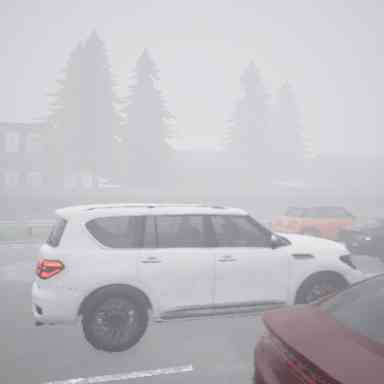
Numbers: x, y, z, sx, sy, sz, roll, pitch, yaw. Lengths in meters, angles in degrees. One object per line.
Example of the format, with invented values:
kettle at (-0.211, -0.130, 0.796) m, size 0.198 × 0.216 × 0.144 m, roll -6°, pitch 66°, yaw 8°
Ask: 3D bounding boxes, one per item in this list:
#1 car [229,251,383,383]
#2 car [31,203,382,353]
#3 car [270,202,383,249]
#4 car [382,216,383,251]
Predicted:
car at (3.063, 1.477, 3.071) m, size 5.008 × 1.535 × 1.882 m, roll 0°, pitch 0°, yaw -13°
car at (0.189, 1.223, 5.991) m, size 5.566 × 2.045 × 2.150 m, roll 0°, pitch 0°, yaw -13°
car at (5.985, 1.353, 14.544) m, size 4.553 × 1.767 × 2.097 m, roll 0°, pitch 0°, yaw -13°
car at (7.069, 1.526, 11.202) m, size 4.674 × 1.442 × 1.812 m, roll 0°, pitch 0°, yaw -13°
